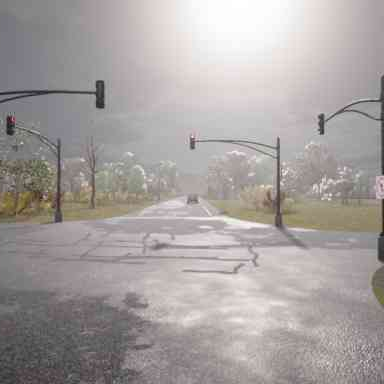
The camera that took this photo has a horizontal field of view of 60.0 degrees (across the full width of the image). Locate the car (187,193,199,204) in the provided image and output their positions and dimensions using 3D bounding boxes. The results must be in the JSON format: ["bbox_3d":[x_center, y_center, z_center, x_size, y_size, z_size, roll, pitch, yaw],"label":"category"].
[{"bbox_3d":[0.157,1.293,67.595,2.150,2.045,5.566,0,0,0],"label":"car"}]
